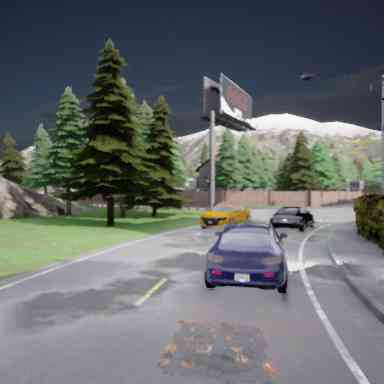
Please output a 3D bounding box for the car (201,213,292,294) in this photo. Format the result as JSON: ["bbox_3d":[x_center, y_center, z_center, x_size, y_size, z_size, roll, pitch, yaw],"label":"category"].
[{"bbox_3d":[1.519,1.520,8.820,1.812,1.442,4.674,0,0,13],"label":"car"}]

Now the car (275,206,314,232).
[{"bbox_3d":[6.185,1.552,20.413,1.994,1.385,4.181,0,0,29],"label":"car"}]

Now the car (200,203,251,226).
[{"bbox_3d":[2.208,1.464,21.043,1.882,1.535,5.008,0,0,28],"label":"car"}]
